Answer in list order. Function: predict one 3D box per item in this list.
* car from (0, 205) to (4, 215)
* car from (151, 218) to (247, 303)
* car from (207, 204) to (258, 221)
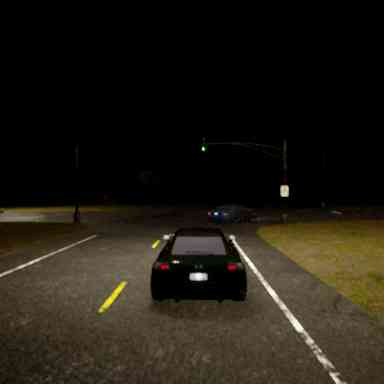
[{"bbox_3d":[-21.730,1.572,32.989,5.566,2.045,2.150,-1,1,3],"label":"car"},{"bbox_3d":[0.179,1.580,8.320,1.994,1.385,4.181,0,0,2],"label":"car"},{"bbox_3d":[3.157,1.593,25.426,2.033,1.411,5.357,0,0,35],"label":"car"}]
